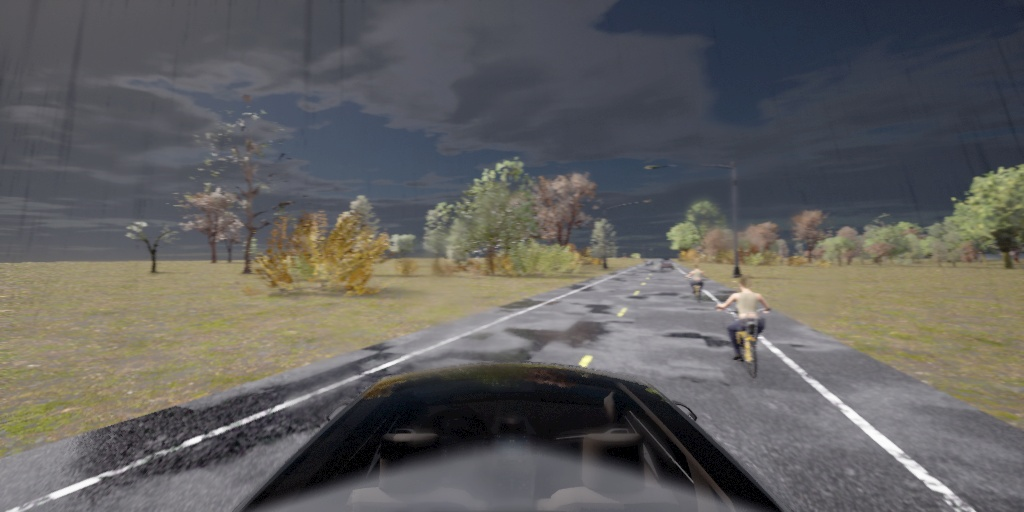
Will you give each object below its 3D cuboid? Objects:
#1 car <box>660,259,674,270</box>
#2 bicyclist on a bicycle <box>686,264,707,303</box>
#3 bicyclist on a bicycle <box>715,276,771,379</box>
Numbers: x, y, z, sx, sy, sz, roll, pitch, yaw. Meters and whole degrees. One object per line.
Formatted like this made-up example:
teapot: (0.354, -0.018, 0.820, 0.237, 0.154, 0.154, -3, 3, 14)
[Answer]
car: (23.797, 1.344, 55.038, 2.033, 1.411, 5.357, -1, -1, 23)
bicyclist on a bicycle: (8.025, 1.163, 15.548, 0.866, 1.612, 1.509, -1, -1, 23)
bicyclist on a bicycle: (4.016, 1.152, 6.178, 0.866, 1.612, 1.509, -1, -1, 23)
